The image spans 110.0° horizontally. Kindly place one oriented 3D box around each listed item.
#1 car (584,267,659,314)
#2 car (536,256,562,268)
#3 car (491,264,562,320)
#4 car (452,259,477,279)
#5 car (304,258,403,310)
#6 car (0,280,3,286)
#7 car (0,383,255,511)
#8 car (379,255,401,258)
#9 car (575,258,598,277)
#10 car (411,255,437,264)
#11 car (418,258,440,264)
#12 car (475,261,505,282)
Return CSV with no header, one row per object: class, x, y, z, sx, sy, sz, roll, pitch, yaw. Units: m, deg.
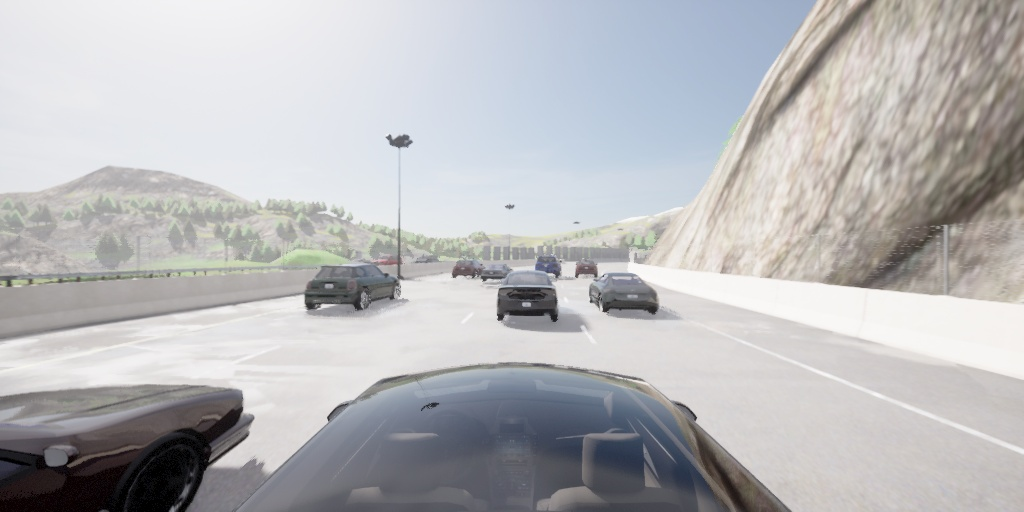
car,4.192,1.325,14.032,1.994,1.385,4.181,0,0,4
car,3.513,0.980,34.282,2.150,2.045,5.566,0,0,11
car,0.577,1.229,12.666,1.882,1.535,5.008,0,0,4
car,-3.856,1.092,32.876,2.097,1.767,4.553,0,0,10
car,-6.274,1.086,14.694,2.097,1.767,4.553,0,0,4
car,-20.680,1.049,11.851,2.097,1.767,4.553,0,0,4
car,-3.375,1.289,0.919,2.033,1.411,5.357,0,0,0
car,-17.838,0.925,51.111,2.150,2.045,5.566,0,0,16
car,7.362,1.121,35.452,2.097,1.767,4.553,0,0,12
car,-13.191,0.936,54.663,2.150,2.045,5.566,0,0,17
car,-10.830,1.286,50.132,1.994,1.385,4.181,0,0,16
car,-1.103,1.294,28.645,2.033,1.411,5.357,0,0,9
